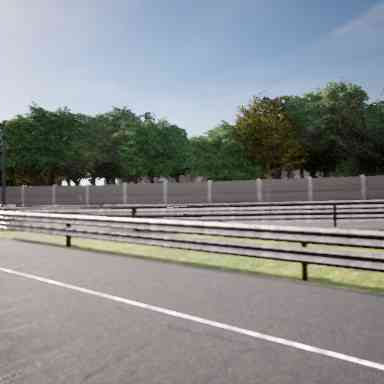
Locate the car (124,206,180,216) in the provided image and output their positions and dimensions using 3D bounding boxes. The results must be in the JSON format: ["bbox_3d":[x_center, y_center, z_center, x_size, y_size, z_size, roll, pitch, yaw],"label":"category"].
[{"bbox_3d":[-2.936,1.688,24.047,4.181,1.385,1.994,-1,-1,16],"label":"car"}]
